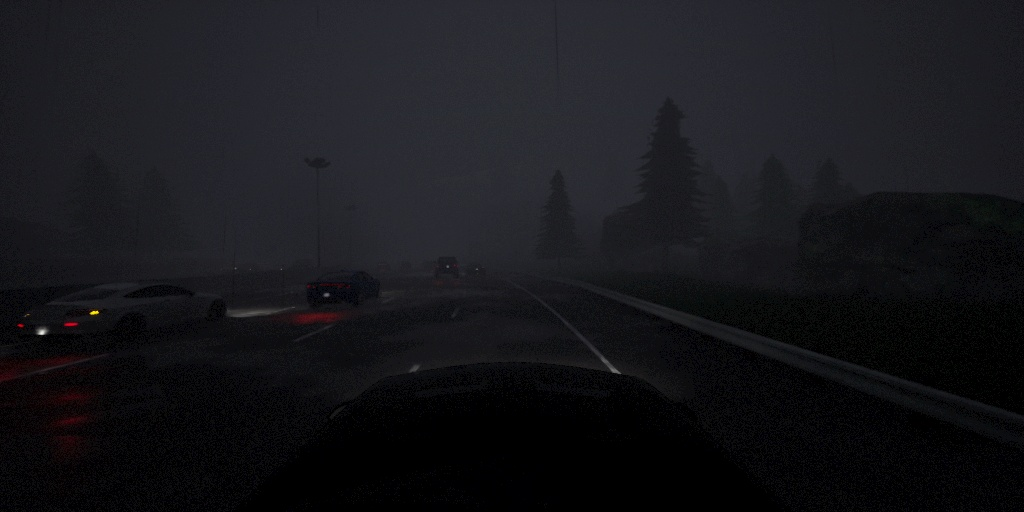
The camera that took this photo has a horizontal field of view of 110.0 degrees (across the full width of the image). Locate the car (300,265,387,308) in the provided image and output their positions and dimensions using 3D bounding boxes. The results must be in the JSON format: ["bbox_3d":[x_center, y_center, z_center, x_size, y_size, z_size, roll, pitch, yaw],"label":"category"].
[{"bbox_3d":[-7.384,1.348,16.237,1.882,1.535,5.008,0,0,-6],"label":"car"}]

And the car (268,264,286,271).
[{"bbox_3d":[-33.267,1.814,51.233,1.812,1.442,4.674,-1,0,-20],"label":"car"}]

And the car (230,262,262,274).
[{"bbox_3d":[-36.340,1.689,49.354,2.097,1.767,4.553,-1,0,-19],"label":"car"}]

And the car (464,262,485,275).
[{"bbox_3d":[-4.249,1.392,40.317,1.994,1.385,4.181,-1,0,-14],"label":"car"}]

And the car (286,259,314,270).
[{"bbox_3d":[-29.149,1.447,50.003,2.150,2.045,5.566,-1,0,-19],"label":"car"}]

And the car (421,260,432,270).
[{"bbox_3d":[-14.194,1.496,60.779,1.837,1.490,4.892,1,-1,-22],"label":"car"}]

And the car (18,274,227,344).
[{"bbox_3d":[-10.505,1.444,10.215,1.812,1.442,4.674,-1,0,-4],"label":"car"}]

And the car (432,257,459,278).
[{"bbox_3d":[-6.608,1.086,35.969,2.150,2.045,5.566,0,0,-13],"label":"car"}]
